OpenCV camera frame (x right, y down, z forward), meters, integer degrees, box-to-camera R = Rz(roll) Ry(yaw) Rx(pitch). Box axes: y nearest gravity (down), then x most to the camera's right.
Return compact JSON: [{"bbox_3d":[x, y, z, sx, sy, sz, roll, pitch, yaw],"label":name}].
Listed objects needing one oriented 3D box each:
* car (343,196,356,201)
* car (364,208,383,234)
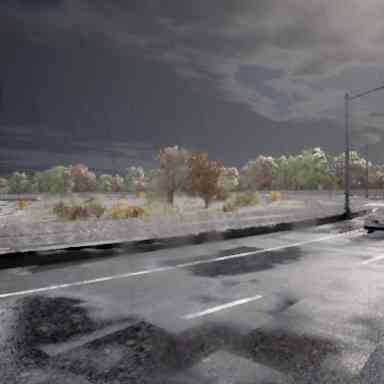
[{"bbox_3d":[40.258,1.686,85.000,2.033,1.411,5.357,0,0,4],"label":"car"},{"bbox_3d":[11.237,1.573,18.560,2.033,1.411,5.357,0,0,43],"label":"car"}]
